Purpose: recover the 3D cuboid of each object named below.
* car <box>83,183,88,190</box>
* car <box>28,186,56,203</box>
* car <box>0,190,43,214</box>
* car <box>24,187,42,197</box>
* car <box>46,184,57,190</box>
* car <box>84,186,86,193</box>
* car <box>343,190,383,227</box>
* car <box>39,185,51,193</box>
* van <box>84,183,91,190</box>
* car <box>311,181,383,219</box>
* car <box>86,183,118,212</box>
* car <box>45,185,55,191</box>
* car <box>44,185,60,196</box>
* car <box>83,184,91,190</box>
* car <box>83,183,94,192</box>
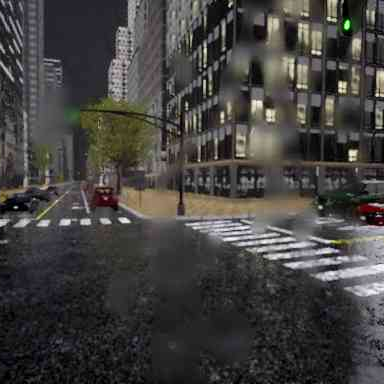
[{"bbox_3d":[-19.601,-0.727,63.679,2.192,1.841,5.009,-1,2,-19],"label":"car"},{"bbox_3d":[-16.428,0.360,36.209,2.033,1.411,5.357,0,2,-19],"label":"car"},{"bbox_3d":[-12.335,0.768,24.031,1.994,1.385,4.181,0,2,-18],"label":"car"},{"bbox_3d":[-23.934,-0.092,50.315,1.947,1.339,4.313,-1,2,-19],"label":"car"},{"bbox_3d":[-34.741,-1.153,82.354,2.008,1.369,4.403,-1,2,-19],"label":"car"},{"bbox_3d":[-12.393,0.232,42.320,1.802,1.307,4.206,-1,2,-19],"label":"car"},{"bbox_3d":[9.703,0.802,15.145,5.008,1.535,1.882,-1,3,-20],"label":"car"},{"bbox_3d":[-29.283,-0.649,66.172,1.752,1.417,4.829,-1,2,-19],"label":"car"},{"bbox_3d":[-26.808,-1.400,85.048,1.690,1.788,3.998,-1,2,-19],"label":"van"},{"bbox_3d":[9.374,0.403,18.467,5.566,2.045,2.150,-1,3,-20],"label":"car"},{"bbox_3d":[-6.988,0.481,26.285,2.192,1.841,5.009,-1,2,-19],"label":"car"},{"bbox_3d":[-32.939,-0.947,77.015,1.802,1.307,4.206,-1,2,-19],"label":"car"},{"bbox_3d":[-21.182,-0.120,50.435,1.812,1.442,4.674,0,2,-18],"label":"car"},{"bbox_3d":[-28.610,-1.477,90.394,1.967,1.590,4.097,-1,2,-19],"label":"car"},{"bbox_3d":[-23.204,-1.077,74.364,2.192,1.841,5.009,-1,2,-19],"label":"car"}]
